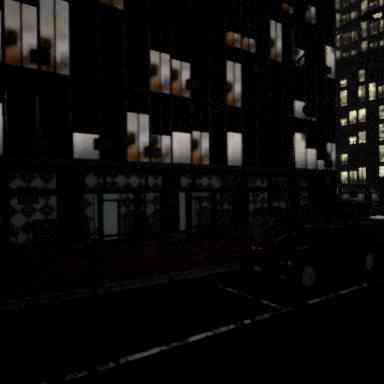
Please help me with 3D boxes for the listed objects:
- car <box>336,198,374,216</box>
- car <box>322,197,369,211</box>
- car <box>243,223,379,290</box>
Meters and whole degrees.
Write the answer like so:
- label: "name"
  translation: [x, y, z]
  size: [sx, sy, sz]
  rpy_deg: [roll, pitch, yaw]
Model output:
- label: "car"
  translation: [15.431, 1.553, 32.518]
  size: [1.994, 1.385, 4.181]
  rpy_deg: [-1, 1, -35]
- label: "car"
  translation: [17.922, 1.406, 39.029]
  size: [1.752, 1.417, 4.829]
  rpy_deg: [0, 1, -35]
- label: "car"
  translation: [3.372, 1.571, 9.152]
  size: [4.507, 1.381, 1.887]
  rpy_deg: [0, -1, -36]
